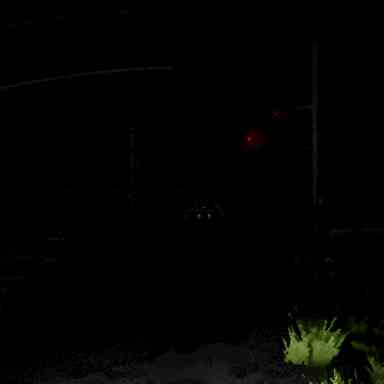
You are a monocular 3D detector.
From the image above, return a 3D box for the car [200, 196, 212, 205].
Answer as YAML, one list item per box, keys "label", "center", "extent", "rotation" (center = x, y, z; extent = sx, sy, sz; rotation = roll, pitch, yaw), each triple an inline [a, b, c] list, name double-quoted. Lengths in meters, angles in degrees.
- label: "car"
  center: [2.427, 1.484, 58.355]
  extent: [1.994, 1.385, 4.181]
  rotation: [0, 0, 3]

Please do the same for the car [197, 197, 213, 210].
- label: "car"
  center: [1.612, 1.480, 42.388]
  extent: [2.033, 1.411, 5.357]
  rotation: [0, 0, 3]
